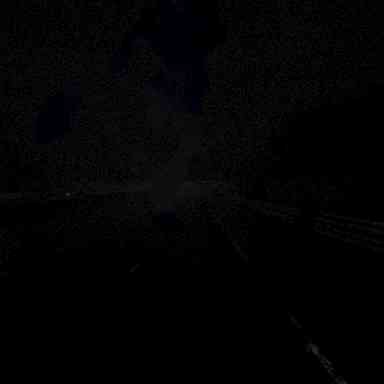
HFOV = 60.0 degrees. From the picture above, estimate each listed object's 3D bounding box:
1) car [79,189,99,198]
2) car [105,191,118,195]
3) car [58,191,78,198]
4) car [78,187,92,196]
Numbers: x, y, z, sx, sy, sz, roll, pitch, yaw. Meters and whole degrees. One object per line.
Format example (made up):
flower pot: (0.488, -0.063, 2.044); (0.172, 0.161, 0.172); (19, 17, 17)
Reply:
car: (-19.288, 0.613, 63.296); (1.994, 1.385, 4.181); (0, 2, 3)
car: (-15.685, 0.547, 65.063); (1.994, 1.385, 4.181); (0, 2, 3)
car: (-25.406, 0.430, 67.291); (1.895, 1.301, 4.718); (0, 2, 0)
car: (-22.445, 0.046, 69.596); (2.150, 2.045, 5.566); (0, 2, 3)
